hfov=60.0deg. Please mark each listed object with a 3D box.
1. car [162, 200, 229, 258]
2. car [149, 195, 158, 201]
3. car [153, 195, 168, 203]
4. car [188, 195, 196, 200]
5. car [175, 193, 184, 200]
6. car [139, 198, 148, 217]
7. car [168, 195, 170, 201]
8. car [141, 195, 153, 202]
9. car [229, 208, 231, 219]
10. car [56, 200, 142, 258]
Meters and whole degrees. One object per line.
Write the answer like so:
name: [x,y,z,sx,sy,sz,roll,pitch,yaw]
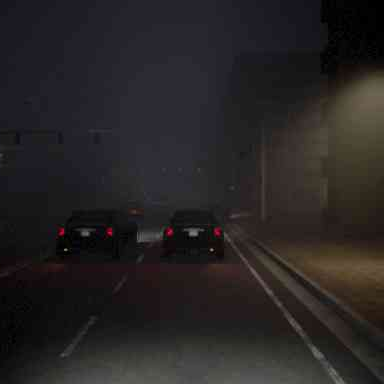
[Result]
car: [0.063,1.369,12.898,2.097,1.767,4.553,0,0,0]
car: [-10.495,1.520,90.579,1.882,1.535,5.008,0,0,0]
car: [-6.996,1.646,74.145,1.994,1.385,4.181,0,0,0]
car: [0.005,1.666,90.308,1.994,1.385,4.181,0,0,0]
car: [-3.495,1.637,88.928,2.128,1.511,4.902,0,0,0]
car: [-5.833,1.516,30.182,1.882,1.535,5.008,1,0,-24]
car: [-6.995,1.569,90.543,2.128,1.511,4.902,0,0,0]
car: [-10.496,1.634,74.148,2.033,1.411,5.357,0,0,0]
car: [1.766,1.636,27.247,1.895,1.301,4.718,0,0,23]
car: [-3.437,1.369,12.892,2.097,1.767,4.553,0,0,0]
